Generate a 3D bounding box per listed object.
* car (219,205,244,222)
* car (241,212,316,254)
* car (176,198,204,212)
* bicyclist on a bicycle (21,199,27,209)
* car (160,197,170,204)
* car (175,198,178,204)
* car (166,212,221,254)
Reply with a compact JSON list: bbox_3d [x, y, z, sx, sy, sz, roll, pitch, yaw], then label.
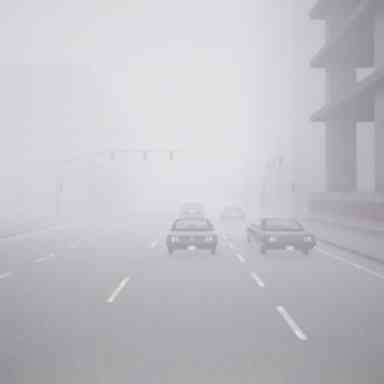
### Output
[{"bbox_3d":[3.500,1.841,29.347,1.994,1.385,4.181,0,0,0],"label":"car"},{"bbox_3d":[3.501,1.734,14.100,1.895,1.301,4.718,0,0,0],"label":"car"},{"bbox_3d":[0.000,1.624,29.079,2.097,1.767,4.553,0,-1,0],"label":"car"},{"bbox_3d":[-25.550,1.832,50.657,0.582,1.620,1.656,0,0,0],"label":"bicyclist on a bicycle"},{"bbox_3d":[-7.054,2.173,87.343,2.097,1.767,4.553,0,-1,1],"label":"car"},{"bbox_3d":[-3.554,2.343,87.268,2.128,1.511,4.902,0,-1,1],"label":"car"},{"bbox_3d":[0.001,1.734,14.100,1.895,1.301,4.718,0,0,0],"label":"car"}]
